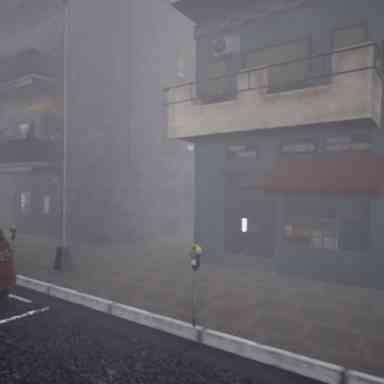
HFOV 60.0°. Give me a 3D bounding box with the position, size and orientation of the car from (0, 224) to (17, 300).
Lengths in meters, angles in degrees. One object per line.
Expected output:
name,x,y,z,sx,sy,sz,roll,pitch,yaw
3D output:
car,-5.613,1.309,6.859,5.009,1.841,2.192,0,1,35
